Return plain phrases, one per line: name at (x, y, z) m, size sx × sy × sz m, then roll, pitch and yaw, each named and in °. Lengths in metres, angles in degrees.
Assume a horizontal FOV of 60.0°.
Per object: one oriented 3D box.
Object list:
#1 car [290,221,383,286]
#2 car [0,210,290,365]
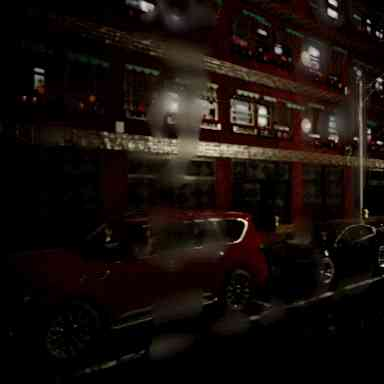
car at (3.831, 1.520, 9.297) m, size 4.313 × 1.339 × 1.947 m, roll 0°, pitch 0°, yaw -36°
car at (-0.808, 1.300, 5.987) m, size 5.009 × 1.841 × 2.192 m, roll 0°, pitch 0°, yaw -36°
